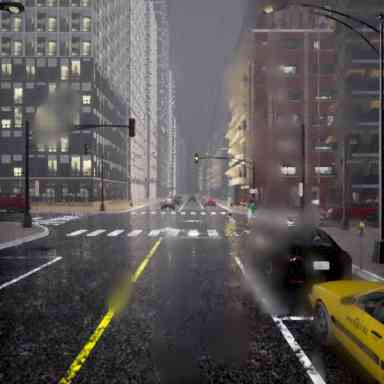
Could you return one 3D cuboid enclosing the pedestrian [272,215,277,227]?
[{"bbox_3d":[4.095,1.295,16.458,0.375,1.860,0.375,0,0,0],"label":"pedestrian"}]

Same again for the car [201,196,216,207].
[{"bbox_3d":[2.747,1.596,51.023,1.802,1.307,4.206,0,0,0],"label":"car"}]

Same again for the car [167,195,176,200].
[{"bbox_3d":[-5.680,1.599,92.183,2.008,1.369,4.403,0,0,0],"label":"car"}]

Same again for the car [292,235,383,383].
[{"bbox_3d":[2.693,1.525,3.486,1.752,1.417,4.829,0,0,0],"label":"car"}]

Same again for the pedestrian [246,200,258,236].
[{"bbox_3d":[3.090,1.295,17.059,0.375,1.860,0.375,0,0,0],"label":"pedestrian"}]

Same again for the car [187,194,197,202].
[{"bbox_3d":[0.008,1.547,73.621,1.812,1.442,4.674,0,0,0],"label":"car"}]

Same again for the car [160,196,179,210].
[{"bbox_3d":[-3.114,1.557,43.290,2.033,1.411,5.357,0,0,-4],"label":"car"}]

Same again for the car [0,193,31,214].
[{"bbox_3d":[-17.690,1.030,31.063,5.009,1.841,2.192,1,-1,0],"label":"car"}]

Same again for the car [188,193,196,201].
[{"bbox_3d":[0.009,1.227,83.594,2.097,1.767,4.553,0,0,0],"label":"car"}]

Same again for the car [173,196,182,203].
[{"bbox_3d":[-2.992,1.527,69.475,1.837,1.490,4.892,0,0,0],"label":"car"}]

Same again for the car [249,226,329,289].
[{"bbox_3d":[2.693,1.566,8.999,1.947,1.339,4.313,0,0,0],"label":"car"}]

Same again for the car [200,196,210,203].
[{"bbox_3d":[2.699,1.578,69.588,2.008,1.369,4.403,0,0,0],"label":"car"}]

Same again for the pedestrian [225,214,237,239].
[{"bbox_3d":[1.891,1.575,15.858,0.375,1.300,0.375,0,0,0],"label":"pedestrian"}]

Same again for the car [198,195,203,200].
[{"bbox_3d":[2.698,1.574,63.940,2.008,1.369,4.403,0,0,0],"label":"car"}]

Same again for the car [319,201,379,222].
[{"bbox_3d":[13.460,1.635,28.724,4.553,1.767,2.097,1,0,0],"label":"car"}]

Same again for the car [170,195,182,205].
[{"bbox_3d":[-3.077,1.581,56.128,1.994,1.385,4.181,0,0,0],"label":"car"}]

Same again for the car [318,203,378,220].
[{"bbox_3d":[14.646,1.837,31.338,4.829,1.417,1.752,1,-1,0],"label":"car"}]
